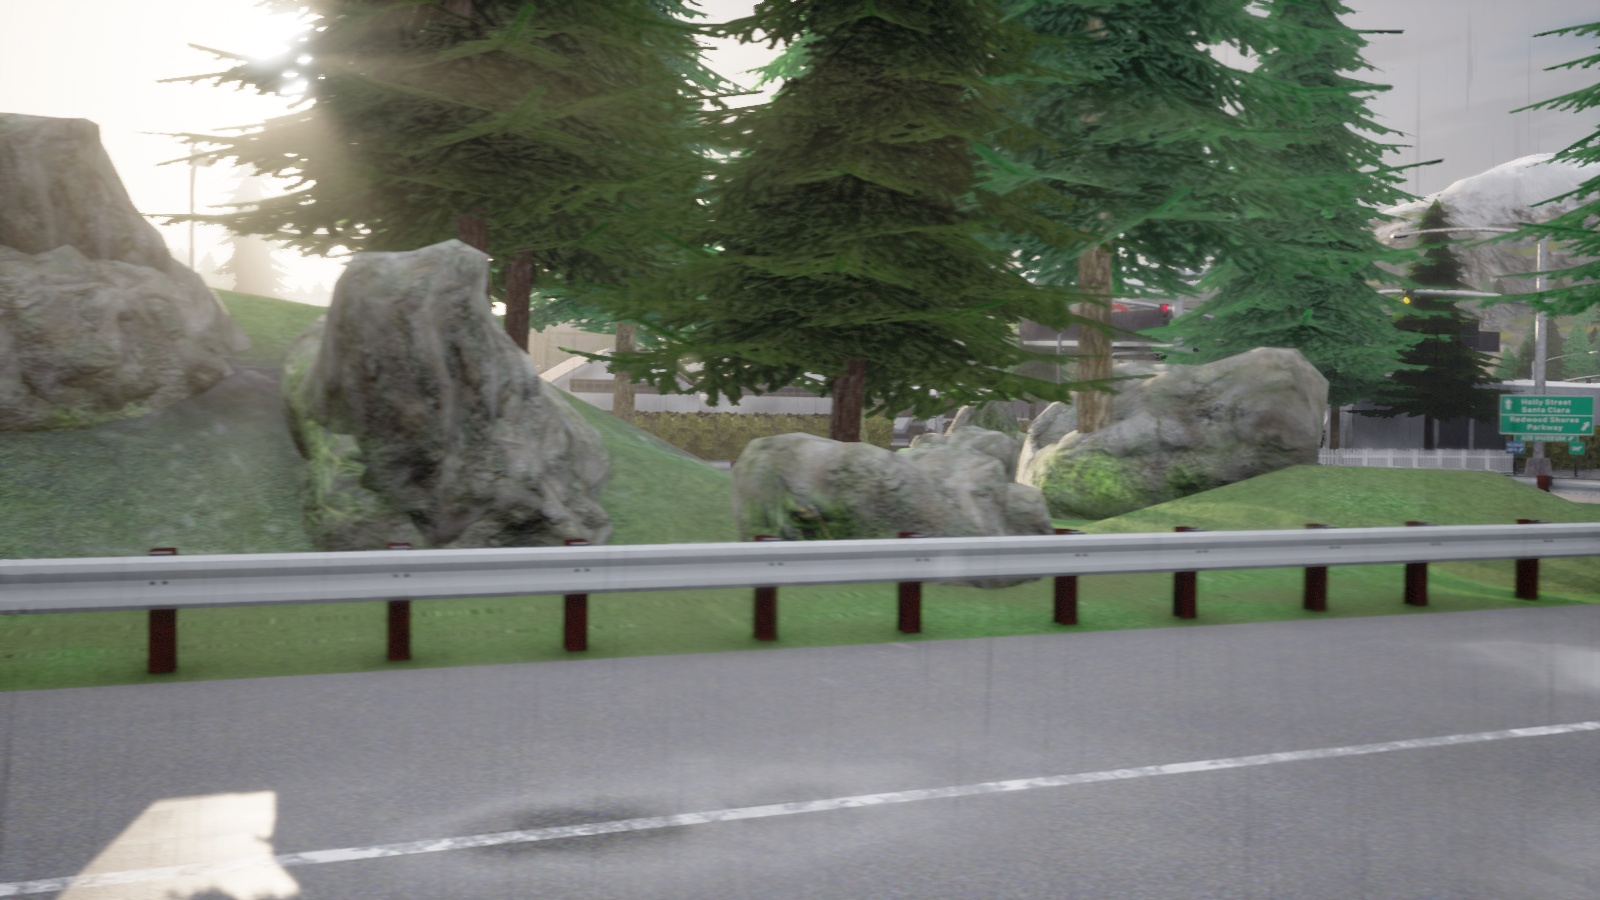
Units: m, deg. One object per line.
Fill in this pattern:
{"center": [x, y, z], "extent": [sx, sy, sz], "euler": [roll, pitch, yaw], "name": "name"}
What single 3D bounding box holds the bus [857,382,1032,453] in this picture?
{"center": [9.088, -1.999, 78.873], "extent": [10.273, 4.253, 3.944], "euler": [0, 1, -21], "name": "bus"}
